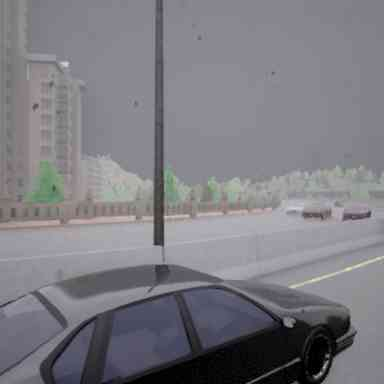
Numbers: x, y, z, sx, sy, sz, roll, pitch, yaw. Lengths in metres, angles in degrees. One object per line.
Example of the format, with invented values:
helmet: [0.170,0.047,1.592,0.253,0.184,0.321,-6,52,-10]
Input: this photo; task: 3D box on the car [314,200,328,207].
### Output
car: [27.507,2.451,71.205,1.812,1.442,4.674,0,-1,9]

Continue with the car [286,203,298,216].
car: [12.397,1.982,38.746,1.812,1.442,4.674,0,-1,31]

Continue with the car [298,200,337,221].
car: [12.151,1.851,31.979,1.882,1.535,5.008,0,-1,34]

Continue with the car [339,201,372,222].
car: [14.901,1.847,29.823,1.882,1.535,5.008,0,-1,34]

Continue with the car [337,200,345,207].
car: [30.595,2.457,67.903,2.128,1.511,4.902,0,-1,9]

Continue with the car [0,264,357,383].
car: [-0.362,1.569,3.617,5.357,1.411,2.033,1,-1,-37]
